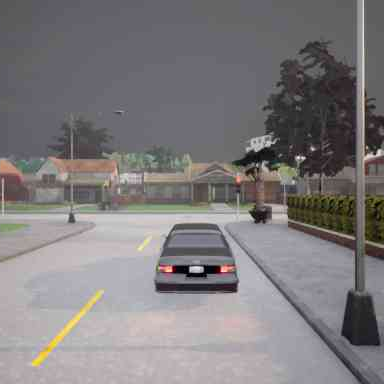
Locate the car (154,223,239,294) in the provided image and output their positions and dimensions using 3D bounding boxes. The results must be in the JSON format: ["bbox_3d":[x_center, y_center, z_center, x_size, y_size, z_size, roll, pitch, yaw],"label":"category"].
[{"bbox_3d":[0.099,1.547,8.949,2.033,1.411,5.357,0,0,0],"label":"car"}]
